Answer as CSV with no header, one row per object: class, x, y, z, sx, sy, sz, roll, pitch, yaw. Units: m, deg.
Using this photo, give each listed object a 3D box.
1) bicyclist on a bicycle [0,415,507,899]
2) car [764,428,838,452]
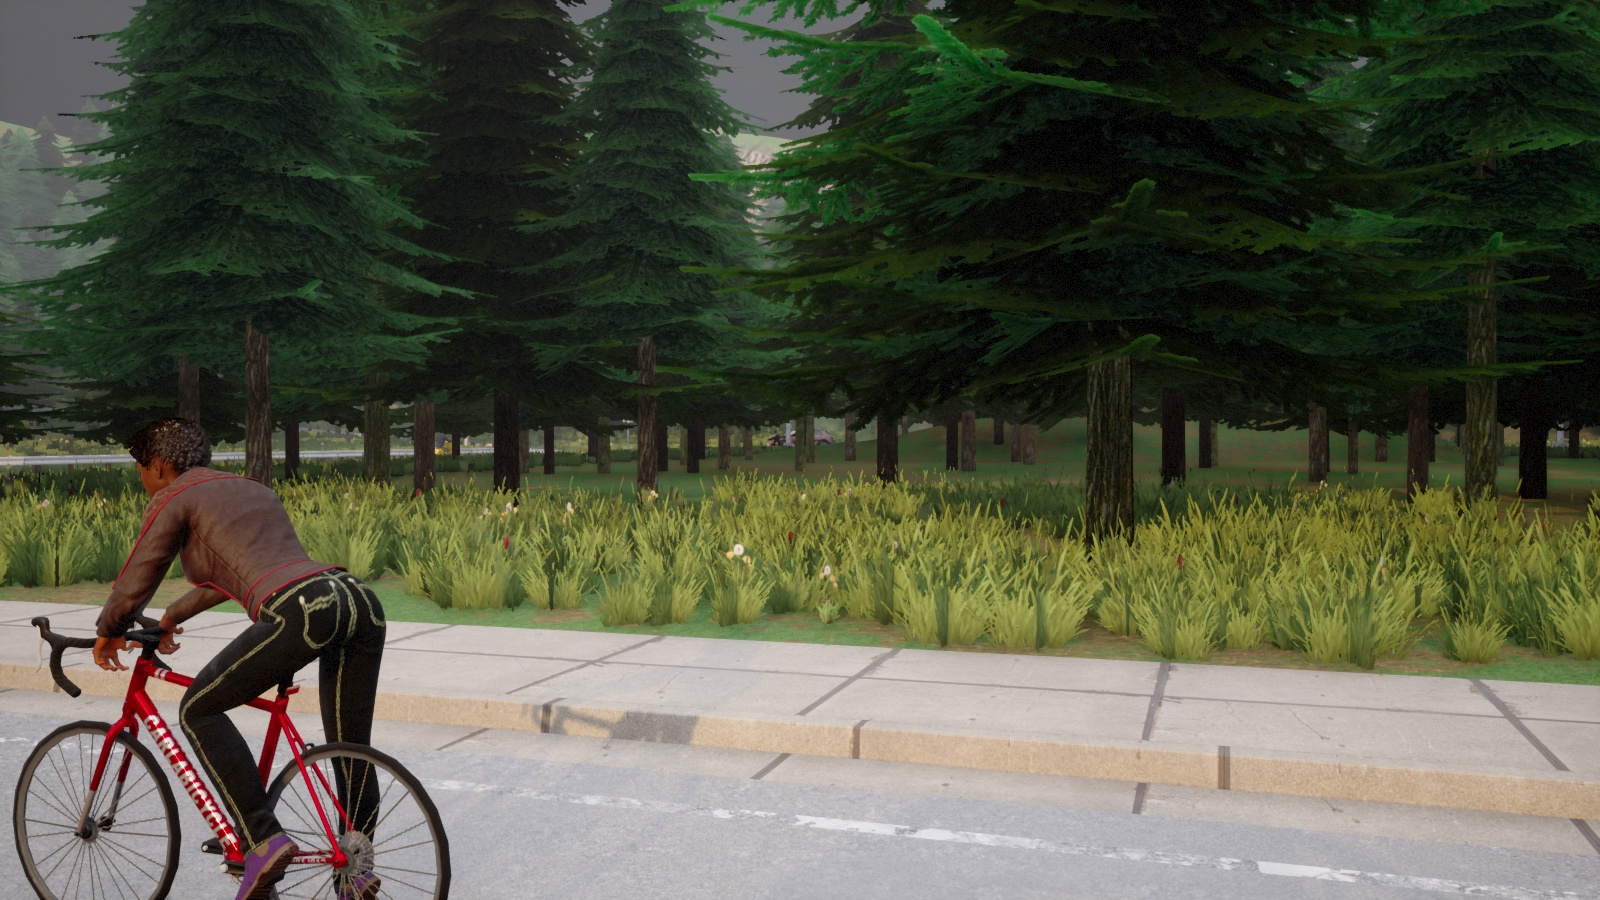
bicyclist on a bicycle,-1.766,0.712,3.788,1.656,1.620,0.582,0,1,19
car,0.050,-0.695,88.990,4.856,1.649,2.033,0,1,-19
